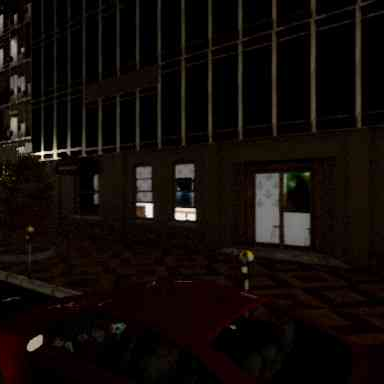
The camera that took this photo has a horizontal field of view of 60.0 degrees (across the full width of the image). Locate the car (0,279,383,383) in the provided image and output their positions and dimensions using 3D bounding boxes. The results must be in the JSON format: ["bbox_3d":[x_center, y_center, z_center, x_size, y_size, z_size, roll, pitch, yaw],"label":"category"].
[{"bbox_3d":[-0.335,1.545,3.113,4.507,1.381,1.887,0,0,35],"label":"car"}]
